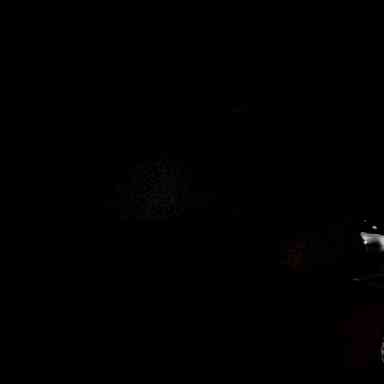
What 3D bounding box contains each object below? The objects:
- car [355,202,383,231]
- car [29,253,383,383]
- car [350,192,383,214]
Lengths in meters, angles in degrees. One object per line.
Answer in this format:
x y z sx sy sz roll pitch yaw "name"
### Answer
11.690 1.391 17.832 5.357 1.411 2.033 0 0 -22 "car"
0.666 1.498 3.960 4.674 1.442 1.812 0 0 -33 "car"
10.465 1.049 21.083 5.566 2.045 2.150 0 0 -22 "car"
